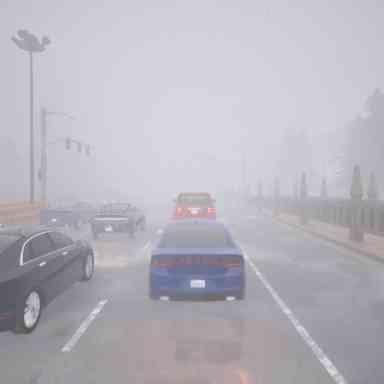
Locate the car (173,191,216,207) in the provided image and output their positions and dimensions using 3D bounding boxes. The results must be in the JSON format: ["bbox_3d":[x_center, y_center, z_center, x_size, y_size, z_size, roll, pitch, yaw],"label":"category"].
[{"bbox_3d":[0.125,0.976,18.047,2.150,2.045,5.566,0,1,0],"label":"car"}]

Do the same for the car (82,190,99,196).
[{"bbox_3d":[-20.788,0.371,66.252,2.097,1.767,4.553,0,1,0],"label":"car"}]

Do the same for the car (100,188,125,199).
[{"bbox_3d":[-13.895,0.362,58.341,2.150,2.045,5.566,0,1,0],"label":"car"}]

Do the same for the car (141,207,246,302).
[{"bbox_3d":[0.102,1.383,8.177,1.882,1.535,5.008,0,1,0],"label":"car"}]

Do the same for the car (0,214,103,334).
[{"bbox_3d":[-3.400,1.434,6.591,1.837,1.490,4.892,0,1,0],"label":"car"}]

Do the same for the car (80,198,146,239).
[{"bbox_3d":[-3.378,1.278,15.964,2.128,1.511,4.902,0,1,0],"label":"car"}]

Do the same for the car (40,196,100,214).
[{"bbox_3d":[-6.867,1.217,19.047,1.882,1.535,5.008,0,1,0],"label":"car"}]

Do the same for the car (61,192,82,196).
[{"bbox_3d":[-20.898,0.692,56.598,1.812,1.442,4.674,0,1,1],"label":"car"}]

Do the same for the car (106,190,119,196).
[{"bbox_3d":[-20.708,0.242,87.081,2.033,1.411,5.357,0,1,0],"label":"car"}]

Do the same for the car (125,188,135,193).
[{"bbox_3d":[-13.778,0.208,68.663,2.150,2.045,5.566,0,1,0],"label":"car"}]
